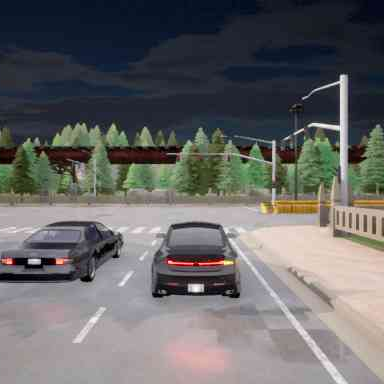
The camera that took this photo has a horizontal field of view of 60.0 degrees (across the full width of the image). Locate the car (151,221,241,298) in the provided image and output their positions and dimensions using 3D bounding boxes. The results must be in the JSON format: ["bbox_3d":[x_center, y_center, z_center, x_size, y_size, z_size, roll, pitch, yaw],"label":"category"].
[{"bbox_3d":[0.101,1.505,8.492,1.837,1.490,4.892,0,0,1],"label":"car"}]

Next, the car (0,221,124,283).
[{"bbox_3d":[-3.385,1.547,9.682,2.033,1.411,5.357,0,0,0],"label":"car"}]
